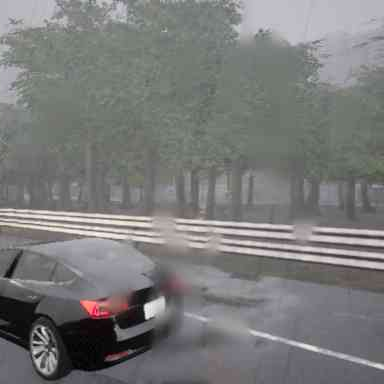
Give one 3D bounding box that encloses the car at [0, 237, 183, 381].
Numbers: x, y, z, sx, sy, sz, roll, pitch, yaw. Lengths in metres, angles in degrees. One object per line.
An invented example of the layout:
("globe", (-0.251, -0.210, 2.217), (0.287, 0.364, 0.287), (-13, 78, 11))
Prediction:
("car", (-2.365, 1.507, 5.556), (4.792, 1.488, 2.163), (0, 0, 35))
